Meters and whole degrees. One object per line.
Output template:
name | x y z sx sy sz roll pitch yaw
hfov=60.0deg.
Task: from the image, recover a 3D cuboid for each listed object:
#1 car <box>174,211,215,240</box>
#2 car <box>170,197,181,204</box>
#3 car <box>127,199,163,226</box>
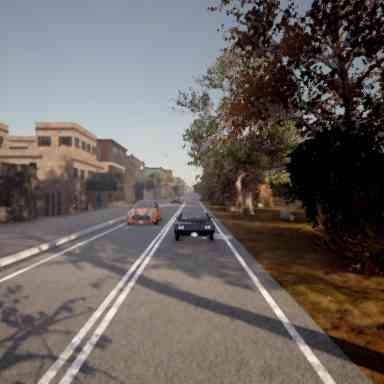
car | 0.113 1.633 17.227 1.895 1.301 4.718 0 0 0
car | -3.182 1.668 65.099 1.994 1.385 4.181 0 0 0
car | -3.325 1.399 24.007 2.097 1.767 4.553 0 0 0
